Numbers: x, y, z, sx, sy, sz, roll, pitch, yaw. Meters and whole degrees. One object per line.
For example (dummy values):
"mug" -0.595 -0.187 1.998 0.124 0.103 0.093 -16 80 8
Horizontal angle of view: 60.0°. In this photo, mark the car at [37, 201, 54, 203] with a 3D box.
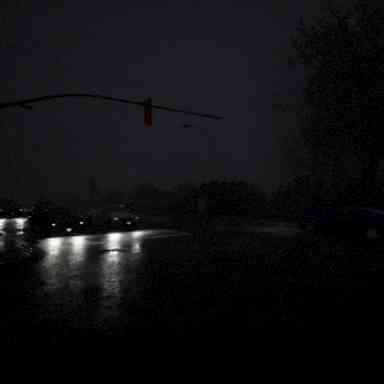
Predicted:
"car" -14.204 1.547 32.501 2.033 1.411 5.357 0 0 -39

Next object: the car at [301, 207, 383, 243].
"car" 7.811 1.476 16.405 1.882 1.535 5.008 0 0 -39

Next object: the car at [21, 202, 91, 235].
"car" -7.954 1.547 19.115 2.033 1.411 5.357 0 0 -39

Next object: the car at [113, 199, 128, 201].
"car" -7.826 1.531 35.897 1.812 1.442 4.674 0 0 -39

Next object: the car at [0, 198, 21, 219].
"car" -16.550 1.526 29.836 1.812 1.442 4.674 0 0 -39

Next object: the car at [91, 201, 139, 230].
"car" -5.122 1.525 21.179 1.812 1.442 4.674 0 0 -39
